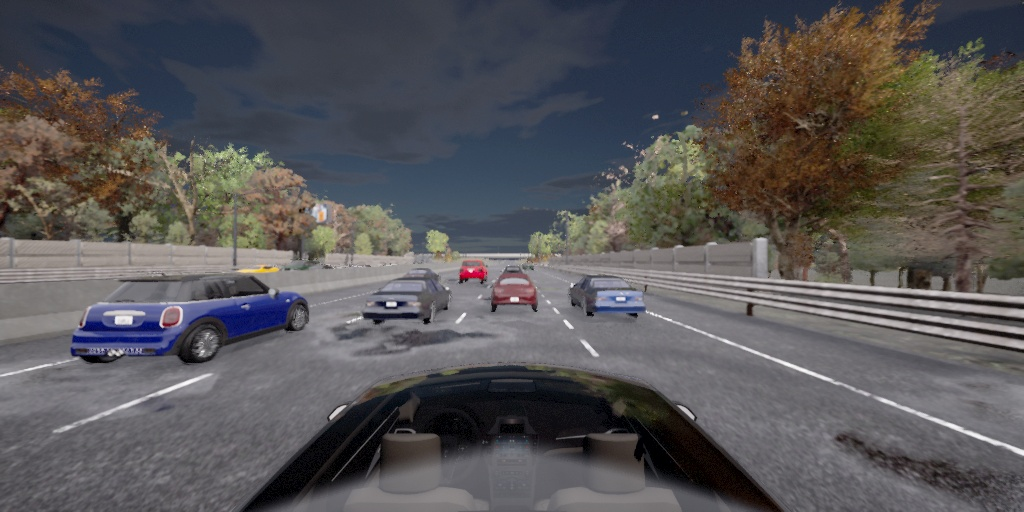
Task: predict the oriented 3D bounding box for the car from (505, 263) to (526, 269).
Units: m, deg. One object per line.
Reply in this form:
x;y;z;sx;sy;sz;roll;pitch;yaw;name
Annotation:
0.088;1.679;33.230;1.837;1.490;4.892;0;-1;0;car

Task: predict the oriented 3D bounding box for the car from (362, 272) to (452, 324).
-3.405;1.442;12.626;2.033;1.411;5.357;0;-1;0;car

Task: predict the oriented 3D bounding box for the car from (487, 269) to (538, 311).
0.094;1.458;15.440;1.812;1.442;4.674;0;-1;0;car

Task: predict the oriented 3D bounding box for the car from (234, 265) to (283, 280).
-28.101;1.742;39.918;1.882;1.535;5.008;0;-1;0;car

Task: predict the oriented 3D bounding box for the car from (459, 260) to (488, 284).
-3.414;1.384;32.443;2.150;2.045;5.566;0;-1;0;car

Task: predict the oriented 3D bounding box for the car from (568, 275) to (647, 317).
3.454;1.452;13.950;2.033;1.411;5.357;0;-1;0;car

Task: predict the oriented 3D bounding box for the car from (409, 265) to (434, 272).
-6.914;1.644;27.603;2.033;1.411;5.357;0;-1;0;car

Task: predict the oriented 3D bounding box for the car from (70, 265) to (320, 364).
-6.902;1.191;8.501;2.097;1.767;4.553;0;-1;0;car

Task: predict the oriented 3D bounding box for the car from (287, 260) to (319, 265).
-24.601;1.514;41.904;2.150;2.045;5.566;0;-1;0;car

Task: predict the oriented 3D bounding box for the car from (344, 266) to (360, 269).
-17.604;1.828;39.842;1.994;1.385;4.181;0;-1;0;car

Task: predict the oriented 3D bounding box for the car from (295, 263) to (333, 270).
-21.106;1.760;39.114;1.837;1.490;4.892;0;-1;0;car
